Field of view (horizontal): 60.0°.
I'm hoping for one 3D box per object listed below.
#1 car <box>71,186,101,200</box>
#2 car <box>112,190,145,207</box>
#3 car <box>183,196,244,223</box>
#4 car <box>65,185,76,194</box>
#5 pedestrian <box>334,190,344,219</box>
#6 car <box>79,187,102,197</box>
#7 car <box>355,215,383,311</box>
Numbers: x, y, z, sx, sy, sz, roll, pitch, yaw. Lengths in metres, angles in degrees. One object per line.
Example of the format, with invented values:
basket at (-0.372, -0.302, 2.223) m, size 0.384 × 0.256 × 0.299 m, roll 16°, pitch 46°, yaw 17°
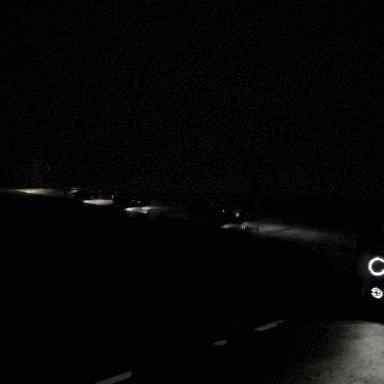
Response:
car at (-13.824, 0.276, 43.371) m, size 1.895 × 1.301 × 4.718 m, roll -3°, pitch 4°, yaw -35°
car at (-6.318, 0.599, 32.701) m, size 1.837 × 1.490 × 4.892 m, roll -3°, pitch 4°, yaw -35°
car at (1.303, 1.026, 21.920) m, size 2.128 × 1.511 × 4.902 m, roll -3°, pitch 4°, yaw -35°
car at (-21.431, -0.484, 59.172) m, size 2.128 × 1.511 × 4.902 m, roll -3°, pitch 4°, yaw -35°
pedestrian at (9.268, 0.791, 20.971) m, size 0.375 × 1.860 × 0.375 m, roll -1°, pitch 1°, yaw -35°
car at (-15.547, -0.076, 50.856) m, size 1.895 × 1.301 × 4.718 m, roll -3°, pitch 4°, yaw -35°
car at (4.891, 1.350, 7.431) m, size 2.097 × 1.767 × 4.553 m, roll -1°, pitch 0°, yaw 25°
